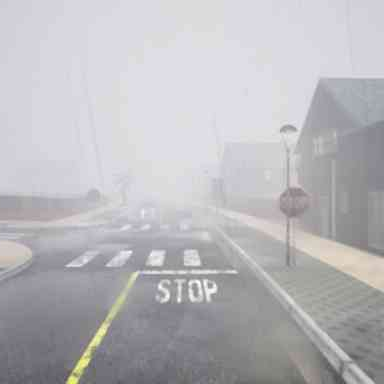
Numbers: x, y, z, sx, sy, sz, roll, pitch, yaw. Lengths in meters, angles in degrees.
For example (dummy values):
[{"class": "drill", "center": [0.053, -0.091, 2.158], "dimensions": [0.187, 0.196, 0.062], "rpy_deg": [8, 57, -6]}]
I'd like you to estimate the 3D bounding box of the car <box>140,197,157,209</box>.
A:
[{"class": "car", "center": [-5.326, 1.358, 40.818], "dimensions": [1.994, 1.385, 4.181], "rpy_deg": [0, 0, -7]}]
